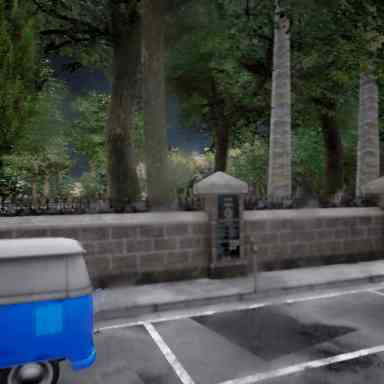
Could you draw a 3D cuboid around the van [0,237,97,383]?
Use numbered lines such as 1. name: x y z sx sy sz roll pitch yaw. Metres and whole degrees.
1. van: -3.158 1.507 3.985 3.998 1.788 1.690 0 -2 -21
